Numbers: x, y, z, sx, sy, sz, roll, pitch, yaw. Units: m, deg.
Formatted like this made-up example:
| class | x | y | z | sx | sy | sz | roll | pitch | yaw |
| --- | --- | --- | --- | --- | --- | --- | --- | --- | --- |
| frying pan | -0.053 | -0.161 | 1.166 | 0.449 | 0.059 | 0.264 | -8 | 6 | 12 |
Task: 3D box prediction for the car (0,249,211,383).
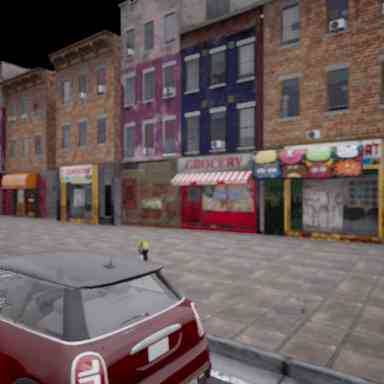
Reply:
| class | x | y | z | sx | sy | sz | roll | pitch | yaw |
| --- | --- | --- | --- | --- | --- | --- | --- | --- | --- |
| car | -1.881 | 1.459 | 4.155 | 4.097 | 1.590 | 1.967 | 0 | 0 | 36 |
